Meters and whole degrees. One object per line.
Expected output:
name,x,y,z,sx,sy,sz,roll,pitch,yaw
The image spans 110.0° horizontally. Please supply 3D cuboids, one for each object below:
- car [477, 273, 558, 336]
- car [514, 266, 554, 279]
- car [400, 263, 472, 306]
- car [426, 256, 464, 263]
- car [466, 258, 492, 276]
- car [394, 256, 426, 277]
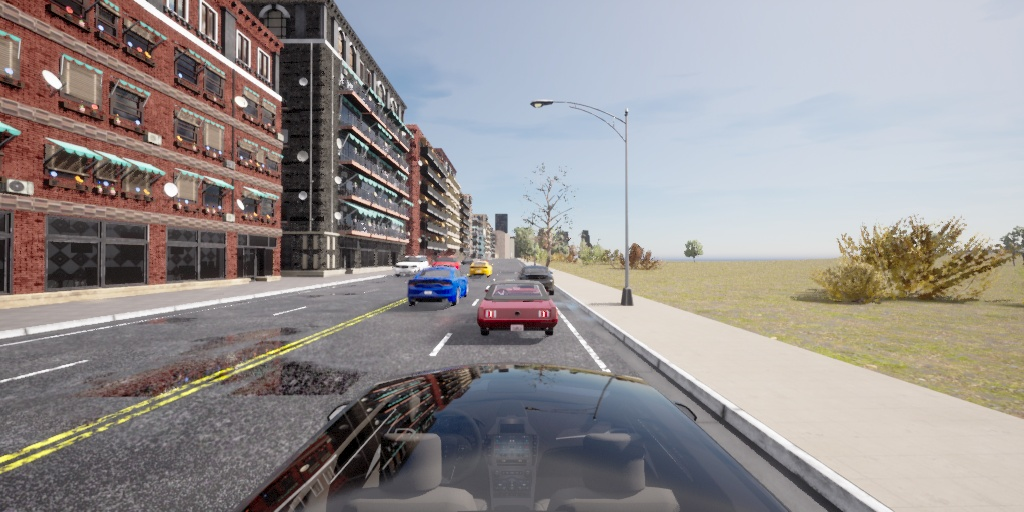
car,0.136,1.353,10.392,1.895,1.301,4.718,0,0,0
car,1.212,1.258,19.593,1.837,1.490,4.892,0,0,0
car,-3.092,1.230,15.745,1.882,1.535,5.008,0,0,0
car,-6.461,0.975,35.197,2.150,2.045,5.566,0,0,0
car,-3.010,1.231,35.028,1.882,1.535,5.008,0,0,0
car,-9.710,0.975,35.154,2.150,2.045,5.566,0,0,0
